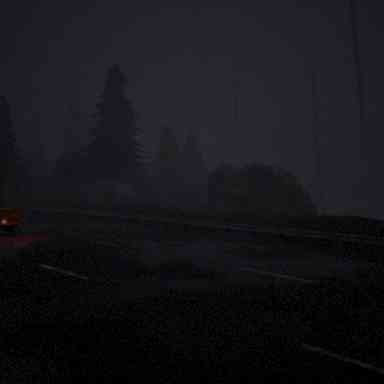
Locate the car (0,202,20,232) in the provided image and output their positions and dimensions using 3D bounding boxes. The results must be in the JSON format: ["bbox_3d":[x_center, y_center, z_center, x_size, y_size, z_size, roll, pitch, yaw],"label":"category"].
[{"bbox_3d":[-10.074,1.050,15.480,5.008,1.535,1.882,2,0,32],"label":"car"}]
